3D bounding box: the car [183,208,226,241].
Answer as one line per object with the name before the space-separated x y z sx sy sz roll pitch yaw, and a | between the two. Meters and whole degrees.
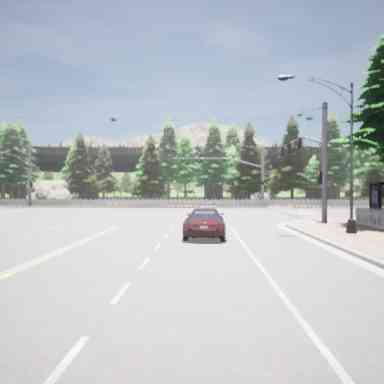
car | 0.664 1.495 16.458 1.994 1.385 4.181 0 0 4
